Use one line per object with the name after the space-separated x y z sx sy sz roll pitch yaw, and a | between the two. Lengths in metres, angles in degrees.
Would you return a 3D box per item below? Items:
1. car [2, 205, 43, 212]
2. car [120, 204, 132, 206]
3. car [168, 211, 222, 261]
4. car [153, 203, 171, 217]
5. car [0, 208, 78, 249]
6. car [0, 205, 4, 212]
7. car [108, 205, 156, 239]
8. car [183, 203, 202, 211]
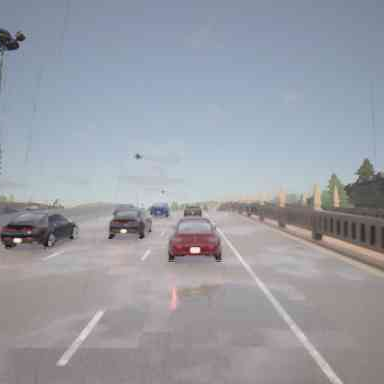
-14.104 1.941 29.044 1.895 1.301 4.718 0 -1 0 | car
-6.908 1.977 35.292 1.994 1.385 4.181 0 -1 0 | car
0.097 1.675 12.730 1.812 1.442 4.674 0 -1 0 | car
-3.408 1.902 36.262 1.882 1.535 5.008 0 -1 0 | car
-6.903 1.688 15.585 1.837 1.490 4.892 0 -1 0 | car
-17.601 1.920 30.421 1.994 1.385 4.181 0 -1 0 | car
-3.404 1.728 18.980 1.837 1.490 4.892 0 -1 0 | car
0.092 1.908 35.602 2.128 1.511 4.902 0 -1 0 | car
